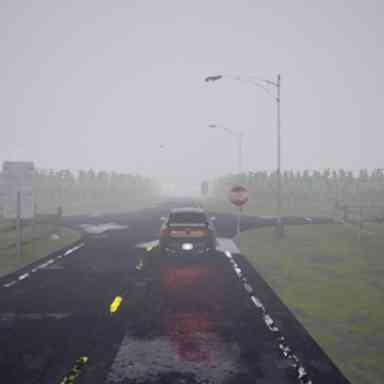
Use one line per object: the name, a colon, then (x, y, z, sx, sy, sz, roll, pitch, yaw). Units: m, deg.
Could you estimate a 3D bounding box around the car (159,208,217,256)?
car: (-0.148, 1.339, 12.291, 1.837, 1.490, 4.892, 0, 1, 0)
